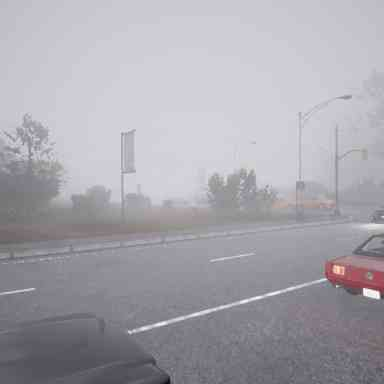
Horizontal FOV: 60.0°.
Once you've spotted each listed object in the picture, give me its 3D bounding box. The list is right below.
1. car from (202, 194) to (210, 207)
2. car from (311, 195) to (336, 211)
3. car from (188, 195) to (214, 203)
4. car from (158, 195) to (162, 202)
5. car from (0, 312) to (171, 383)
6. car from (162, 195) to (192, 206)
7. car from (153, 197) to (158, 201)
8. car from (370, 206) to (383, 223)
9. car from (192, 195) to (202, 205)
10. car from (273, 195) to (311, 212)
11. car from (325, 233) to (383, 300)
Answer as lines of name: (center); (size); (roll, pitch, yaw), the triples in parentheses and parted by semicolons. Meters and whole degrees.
car: (3.972, 1.282, 43.847); (1.882, 1.535, 5.008); (-1, 0, -39)
car: (13.779, 1.122, 37.252); (2.097, 1.767, 4.553); (-1, 0, -39)
car: (1.626, 1.271, 63.805); (2.033, 1.411, 5.357); (-1, 0, -38)
car: (-3.501, 1.384, 58.756); (1.895, 1.301, 4.718); (-1, 0, -38)
car: (-2.416, 1.601, 2.013); (4.718, 1.301, 1.895); (0, 0, -36)
car: (-2.340, 1.373, 51.697); (1.994, 1.385, 4.181); (-1, 0, -39)
car: (-6.677, 1.326, 74.030); (1.895, 1.301, 4.718); (-1, 0, -38)
car: (13.923, 1.404, 22.579); (4.181, 1.385, 1.994); (-1, 0, -36)
car: (2.685, 1.131, 51.037); (2.097, 1.767, 4.553); (-1, 0, -39)
car: (9.941, 1.278, 36.437); (1.882, 1.535, 5.008); (-1, 0, -39)
car: (5.107, 1.570, 7.407); (4.718, 1.301, 1.895); (0, 0, -36)
